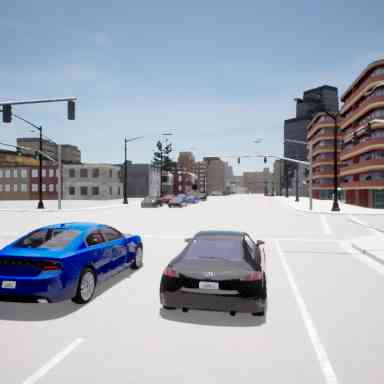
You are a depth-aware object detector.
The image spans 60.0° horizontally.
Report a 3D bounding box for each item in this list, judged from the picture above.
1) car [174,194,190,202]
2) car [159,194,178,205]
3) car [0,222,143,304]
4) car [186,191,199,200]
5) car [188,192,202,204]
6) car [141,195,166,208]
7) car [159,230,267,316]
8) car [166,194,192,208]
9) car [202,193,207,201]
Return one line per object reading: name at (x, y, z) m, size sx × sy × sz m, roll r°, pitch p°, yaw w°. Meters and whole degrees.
car at (-1.895, 1.124, 65.126) m, size 2.033 × 1.411 × 5.357 m, roll 0°, pitch 1°, yaw 11°
car at (-3.800, 1.225, 55.474) m, size 1.882 × 1.535 × 5.008 m, roll 0°, pitch 1°, yaw 11°
car at (-2.748, 1.478, 8.283) m, size 1.882 × 1.535 × 5.008 m, roll 0°, pitch 0°, yaw 11°
car at (0.048, 0.751, 74.930) m, size 2.097 × 1.767 × 4.553 m, roll 0°, pitch 1°, yaw 11°
car at (-0.091, 1.248, 56.291) m, size 1.812 × 1.442 × 4.674 m, roll 0°, pitch 1°, yaw 11°
car at (-5.561, 1.229, 46.508) m, size 2.097 × 1.767 × 4.553 m, roll 0°, pitch 1°, yaw 11°
car at (0.689, 1.564, 7.637) m, size 1.994 × 1.385 × 4.181 m, roll 0°, pitch 0°, yaw 12°
car at (-1.925, 1.408, 46.886) m, size 2.033 × 1.411 × 5.357 m, roll 0°, pitch 1°, yaw 11°
car at (1.867, 1.051, 66.114) m, size 1.837 × 1.490 × 4.892 m, roll 0°, pitch 1°, yaw 12°
